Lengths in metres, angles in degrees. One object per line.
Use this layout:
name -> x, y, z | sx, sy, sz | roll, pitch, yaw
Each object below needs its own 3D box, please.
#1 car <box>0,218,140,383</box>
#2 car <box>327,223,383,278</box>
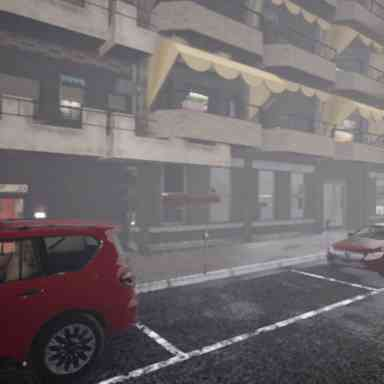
car -> -3.058, 1.313, 3.907 | 5.009, 1.841, 2.192 | 0, 0, -35
car -> 5.953, 1.659, 10.335 | 4.206, 1.307, 1.802 | 0, 0, -35
